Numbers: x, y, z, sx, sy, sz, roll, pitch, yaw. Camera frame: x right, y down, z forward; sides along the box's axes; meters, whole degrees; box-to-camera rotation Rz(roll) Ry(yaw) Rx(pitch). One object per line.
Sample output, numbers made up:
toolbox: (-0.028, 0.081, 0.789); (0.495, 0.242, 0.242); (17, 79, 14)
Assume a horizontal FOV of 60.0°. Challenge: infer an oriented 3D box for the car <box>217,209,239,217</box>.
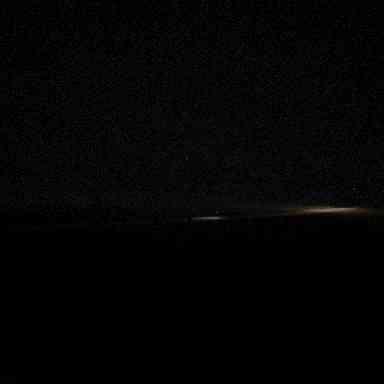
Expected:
car: (5.967, 3.515, 55.652); (1.895, 1.301, 4.718); (-1, -3, 35)
